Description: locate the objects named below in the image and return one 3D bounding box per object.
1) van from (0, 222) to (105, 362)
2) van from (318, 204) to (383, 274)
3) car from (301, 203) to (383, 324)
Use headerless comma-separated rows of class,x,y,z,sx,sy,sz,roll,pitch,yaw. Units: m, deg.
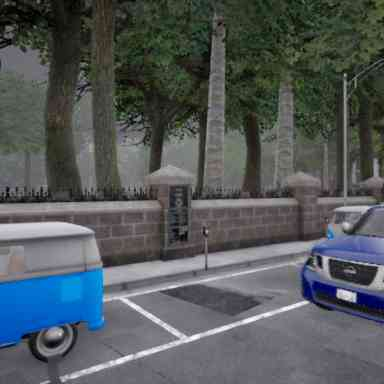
van,-3.167,1.341,4.275,3.998,1.788,1.690,0,0,-36
van,6.040,1.333,10.854,3.998,1.788,1.690,0,0,-36
car,4.593,1.217,6.659,5.566,2.045,2.150,0,0,-36
